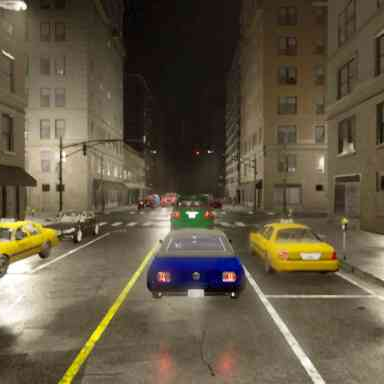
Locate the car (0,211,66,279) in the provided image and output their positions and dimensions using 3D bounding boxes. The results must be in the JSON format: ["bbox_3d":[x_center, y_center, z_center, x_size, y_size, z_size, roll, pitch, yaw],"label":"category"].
[{"bbox_3d":[-5.663,1.515,9.992,1.752,1.417,4.829,0,0,0],"label":"car"}]

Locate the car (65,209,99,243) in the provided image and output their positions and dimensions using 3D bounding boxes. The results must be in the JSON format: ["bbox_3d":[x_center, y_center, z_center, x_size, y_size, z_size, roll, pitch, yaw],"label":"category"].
[{"bbox_3d":[-5.660,1.535,15.687,2.008,1.369,4.403,0,0,0],"label":"car"}]

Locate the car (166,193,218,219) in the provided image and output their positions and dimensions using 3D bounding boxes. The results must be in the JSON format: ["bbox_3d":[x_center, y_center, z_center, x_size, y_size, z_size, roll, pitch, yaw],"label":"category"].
[{"bbox_3d":[0.011,1.204,18.153,2.150,2.045,5.566,0,0,0],"label":"car"}]

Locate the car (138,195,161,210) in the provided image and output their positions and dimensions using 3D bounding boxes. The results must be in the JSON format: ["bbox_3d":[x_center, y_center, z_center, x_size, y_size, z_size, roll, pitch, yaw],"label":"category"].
[{"bbox_3d":[-5.645,1.282,42.461,2.192,1.841,5.009,0,0,0],"label":"car"}]

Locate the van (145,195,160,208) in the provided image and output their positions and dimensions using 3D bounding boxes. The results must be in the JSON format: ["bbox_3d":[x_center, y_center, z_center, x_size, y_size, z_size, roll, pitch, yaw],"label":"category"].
[{"bbox_3d":[-5.641,1.305,47.962,1.690,1.788,3.998,0,0,0],"label":"van"}]

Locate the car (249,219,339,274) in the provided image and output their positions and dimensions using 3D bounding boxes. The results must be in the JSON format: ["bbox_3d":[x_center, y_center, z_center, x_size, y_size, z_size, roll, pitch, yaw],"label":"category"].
[{"bbox_3d":[2.862,1.514,10.326,1.752,1.417,4.829,0,0,0],"label":"car"}]

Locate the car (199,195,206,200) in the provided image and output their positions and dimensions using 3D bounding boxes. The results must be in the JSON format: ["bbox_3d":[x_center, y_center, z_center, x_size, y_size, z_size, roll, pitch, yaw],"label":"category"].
[{"bbox_3d":[2.911,1.522,91.967,1.802,1.307,4.206,0,0,0],"label":"car"}]

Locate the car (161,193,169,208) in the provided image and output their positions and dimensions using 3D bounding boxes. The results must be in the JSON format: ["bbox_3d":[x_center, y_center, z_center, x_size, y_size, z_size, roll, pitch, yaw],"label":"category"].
[{"bbox_3d":[-3.050,1.185,47.830,2.150,2.045,5.566,0,0,2],"label":"car"}]

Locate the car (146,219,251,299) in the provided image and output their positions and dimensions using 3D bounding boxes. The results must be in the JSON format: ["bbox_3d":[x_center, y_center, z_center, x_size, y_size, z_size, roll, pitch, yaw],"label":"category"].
[{"bbox_3d":[0.088,1.592,8.387,1.895,1.301,4.718,0,0,0],"label":"car"}]

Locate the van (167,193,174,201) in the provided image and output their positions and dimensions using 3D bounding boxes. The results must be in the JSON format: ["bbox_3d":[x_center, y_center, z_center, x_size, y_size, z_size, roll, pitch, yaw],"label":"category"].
[{"bbox_3d":[-5.618,1.284,86.473,1.690,1.788,3.998,0,0,0],"label":"van"}]

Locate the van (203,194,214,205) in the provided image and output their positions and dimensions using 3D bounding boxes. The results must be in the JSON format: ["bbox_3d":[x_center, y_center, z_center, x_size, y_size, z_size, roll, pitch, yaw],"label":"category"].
[{"bbox_3d":[2.891,1.299,58.959,1.690,1.788,3.998,0,0,0],"label":"van"}]

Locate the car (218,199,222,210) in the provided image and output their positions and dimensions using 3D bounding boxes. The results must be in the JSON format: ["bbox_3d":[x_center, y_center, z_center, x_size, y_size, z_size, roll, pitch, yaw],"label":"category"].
[{"bbox_3d":[2.882,1.511,42.455,1.887,1.381,4.507,0,0,0],"label":"car"}]

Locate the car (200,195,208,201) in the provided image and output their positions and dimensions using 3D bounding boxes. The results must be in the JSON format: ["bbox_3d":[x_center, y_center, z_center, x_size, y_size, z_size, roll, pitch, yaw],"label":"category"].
[{"bbox_3d":[2.905,1.527,80.965,1.802,1.307,4.206,0,0,0],"label":"car"}]

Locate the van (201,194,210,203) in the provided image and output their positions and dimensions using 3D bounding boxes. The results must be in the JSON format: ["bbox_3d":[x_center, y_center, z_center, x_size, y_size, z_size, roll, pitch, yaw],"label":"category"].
[{"bbox_3d":[2.898,1.292,69.962,1.690,1.788,3.998,0,0,0],"label":"van"}]

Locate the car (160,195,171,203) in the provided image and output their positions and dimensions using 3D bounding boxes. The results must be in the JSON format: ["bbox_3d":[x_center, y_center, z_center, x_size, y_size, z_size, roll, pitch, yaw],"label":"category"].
[{"bbox_3d":[-5.628,1.392,69.968,1.967,1.590,4.097,0,0,0],"label":"car"}]

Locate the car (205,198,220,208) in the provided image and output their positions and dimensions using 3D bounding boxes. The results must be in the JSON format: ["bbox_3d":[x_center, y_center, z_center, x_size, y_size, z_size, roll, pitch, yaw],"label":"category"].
[{"bbox_3d":[2.885,1.529,47.957,1.947,1.339,4.313,0,0,0],"label":"car"}]

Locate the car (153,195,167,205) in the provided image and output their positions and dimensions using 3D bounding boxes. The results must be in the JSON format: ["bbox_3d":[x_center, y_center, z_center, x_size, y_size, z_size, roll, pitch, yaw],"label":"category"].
[{"bbox_3d":[-5.634,1.398,58.965,1.967,1.590,4.097,0,0,0],"label":"car"}]

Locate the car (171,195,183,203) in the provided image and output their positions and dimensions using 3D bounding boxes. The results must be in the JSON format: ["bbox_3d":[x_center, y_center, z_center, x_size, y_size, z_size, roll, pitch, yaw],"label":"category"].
[{"bbox_3d":[-2.967,1.445,67.842,2.128,1.511,4.902,0,0,0],"label":"car"}]
